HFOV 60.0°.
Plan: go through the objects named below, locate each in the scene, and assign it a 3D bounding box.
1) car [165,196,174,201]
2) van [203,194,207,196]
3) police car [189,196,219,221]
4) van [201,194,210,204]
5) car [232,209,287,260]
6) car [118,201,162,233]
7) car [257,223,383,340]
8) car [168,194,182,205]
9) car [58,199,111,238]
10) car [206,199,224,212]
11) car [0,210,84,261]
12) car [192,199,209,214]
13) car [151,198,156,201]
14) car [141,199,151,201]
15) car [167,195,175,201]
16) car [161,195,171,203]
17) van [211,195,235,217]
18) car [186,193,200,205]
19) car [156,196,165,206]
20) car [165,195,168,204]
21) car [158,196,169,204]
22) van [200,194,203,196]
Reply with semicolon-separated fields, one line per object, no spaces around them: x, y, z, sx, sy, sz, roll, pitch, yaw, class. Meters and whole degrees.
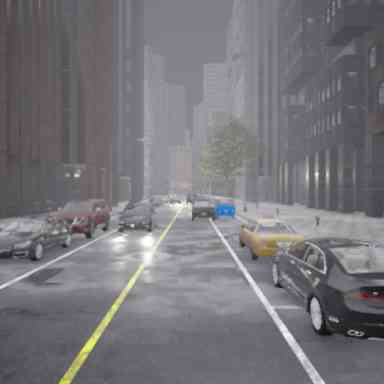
-5.768;1.645;85.165;2.008;1.369;4.403;0;0;0;car
2.759;1.380;45.842;1.690;1.788;3.998;0;0;0;van
0.898;1.445;27.533;1.930;1.638;5.238;0;0;0;police car
2.757;1.410;68.316;1.690;1.788;3.998;0;0;0;van
2.761;1.532;12.302;1.752;1.417;4.829;0;0;0;car
-3.101;1.517;19.786;1.837;1.490;4.892;0;0;0;car
2.762;1.554;6.508;2.008;1.369;4.403;0;0;0;car
-3.025;1.592;62.055;1.812;1.442;4.674;0;0;0;car
-5.764;1.325;17.740;2.192;1.841;5.009;0;0;0;car
2.759;1.577;40.224;1.887;1.381;4.507;0;0;0;car
-5.764;1.557;12.121;2.008;1.369;4.403;0;0;0;car
0.898;1.535;37.423;1.837;1.490;4.892;0;0;0;car
-5.766;1.557;40.045;1.752;1.417;4.829;0;0;0;car
-5.765;1.592;34.596;1.947;1.339;4.313;0;0;0;car
-5.769;1.655;90.784;2.008;1.369;4.403;0;0;0;car
-5.768;1.517;73.928;1.967;1.590;4.097;0;0;0;car
2.760;1.362;28.987;1.690;1.788;3.998;0;0;0;van
-0.003;1.280;62.752;2.150;2.045;5.566;0;0;0;car
-5.766;1.611;51.453;1.947;1.339;4.313;0;0;0;car
-5.767;1.619;57.071;1.947;1.339;4.313;0;0;0;car
-5.767;1.593;68.139;1.752;1.417;4.829;0;0;0;car
2.758;1.394;57.079;1.690;1.788;3.998;0;0;0;van
